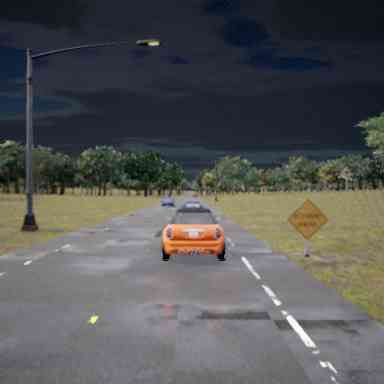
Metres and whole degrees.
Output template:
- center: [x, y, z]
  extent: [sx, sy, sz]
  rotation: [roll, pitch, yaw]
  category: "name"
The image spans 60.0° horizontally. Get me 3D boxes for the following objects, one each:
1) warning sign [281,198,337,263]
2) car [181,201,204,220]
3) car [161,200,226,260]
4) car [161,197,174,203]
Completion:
- center: [3.566, 1.132, 10.292]
  extent: [1.300, 1.860, 1.060]
  rotation: [1, 1, 0]
  category: "warning sign"
- center: [0.070, 1.566, 29.004]
  extent: [1.812, 1.442, 4.674]
  rotation: [0, 0, 0]
  category: "car"
- center: [0.065, 1.371, 12.670]
  extent: [2.097, 1.767, 4.553]
  rotation: [0, 0, 0]
  category: "car"
- center: [-3.590, 1.534, 50.062]
  extent: [1.882, 1.535, 5.008]
  rotation: [0, 0, 0]
  category: "car"
